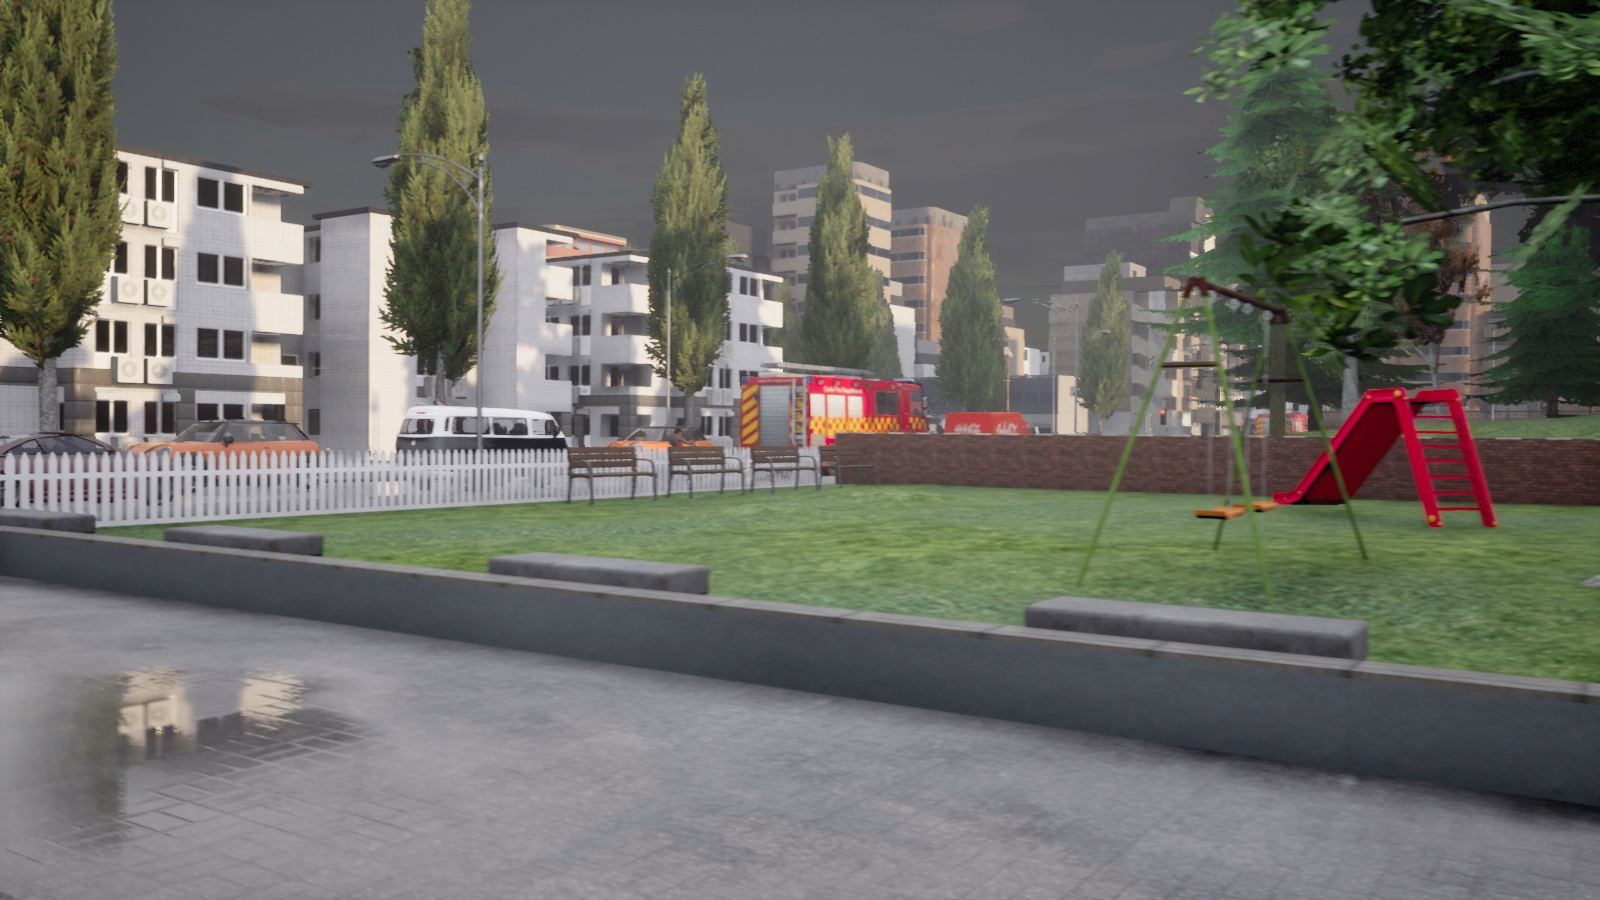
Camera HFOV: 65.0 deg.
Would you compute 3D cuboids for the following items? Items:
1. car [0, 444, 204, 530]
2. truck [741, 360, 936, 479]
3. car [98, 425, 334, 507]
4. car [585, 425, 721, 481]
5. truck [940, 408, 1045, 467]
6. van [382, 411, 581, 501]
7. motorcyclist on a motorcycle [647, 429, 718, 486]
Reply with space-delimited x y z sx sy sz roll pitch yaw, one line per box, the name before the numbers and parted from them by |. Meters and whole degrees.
car | -13.289 0.609 22.612 1.994 1.385 4.181 0 1 33
truck | 1.576 -1.058 44.884 2.891 3.827 8.468 0 1 34
car | -13.558 0.313 29.409 2.097 1.767 4.553 0 1 34
car | -4.878 0.058 42.417 2.097 1.767 4.553 0 1 34
truck | 8.541 -0.581 55.321 2.627 2.467 5.204 0 1 34
van | -7.744 0.105 30.917 2.069 2.038 4.480 0 1 34
motorcyclist on a motorcycle | -3.471 0.205 37.321 0.766 1.649 2.350 0 1 34
